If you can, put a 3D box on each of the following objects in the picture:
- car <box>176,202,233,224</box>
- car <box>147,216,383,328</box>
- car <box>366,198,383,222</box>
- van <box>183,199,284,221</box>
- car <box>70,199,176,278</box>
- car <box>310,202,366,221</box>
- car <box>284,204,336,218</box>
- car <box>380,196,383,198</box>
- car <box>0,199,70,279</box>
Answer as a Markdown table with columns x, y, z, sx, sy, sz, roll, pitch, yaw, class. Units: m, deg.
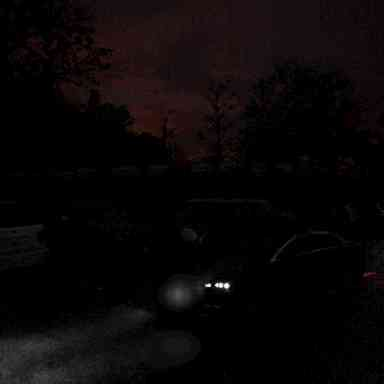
| x | y | z | sx | sy | sz | roll | pitch | yaw | class |
| --- | --- | --- | --- | --- | --- | --- | --- | --- | --- |
| -1.123 | 1.366 | 12.252 | 4.553 | 1.767 | 2.185 | -1 | -1 | 34 | car |
| 1.777 | 1.497 | 7.076 | 4.902 | 1.511 | 2.128 | 0 | 0 | -35 | car |
| 8.769 | 1.374 | 19.222 | 4.553 | 1.767 | 2.185 | -1 | -1 | 34 | car |
| 1.263 | 1.269 | 14.045 | 4.442 | 1.987 | 1.878 | -1 | -1 | 34 | van |
| -3.534 | 1.237 | 10.470 | 5.566 | 2.045 | 2.435 | -1 | -1 | 34 | car |
| 6.307 | 1.372 | 17.457 | 4.553 | 1.767 | 2.185 | -1 | -1 | 35 | car |
| 3.821 | 1.497 | 15.740 | 4.892 | 1.521 | 2.231 | -1 | -1 | 34 | car |
| 13.644 | 1.252 | 22.765 | 5.566 | 2.045 | 2.435 | -1 | 0 | 34 | car |
| -6.051 | 1.235 | 8.728 | 5.566 | 2.045 | 2.435 | -1 | -1 | 35 | car |
